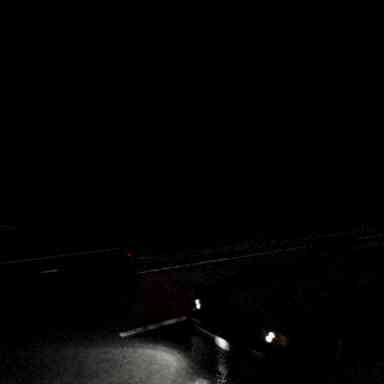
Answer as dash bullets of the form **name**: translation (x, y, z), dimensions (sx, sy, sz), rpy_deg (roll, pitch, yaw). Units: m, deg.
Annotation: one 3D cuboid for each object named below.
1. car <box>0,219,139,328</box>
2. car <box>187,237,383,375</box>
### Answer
- **car**: translation (-3.327, 1.353, 5.916), dimensions (4.553, 1.767, 2.097), rpy_deg (0, 0, -35)
- **car**: translation (2.549, 1.548, 5.809), dimensions (5.357, 1.411, 2.033), rpy_deg (0, 0, -35)
